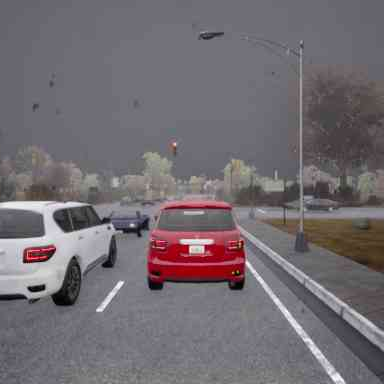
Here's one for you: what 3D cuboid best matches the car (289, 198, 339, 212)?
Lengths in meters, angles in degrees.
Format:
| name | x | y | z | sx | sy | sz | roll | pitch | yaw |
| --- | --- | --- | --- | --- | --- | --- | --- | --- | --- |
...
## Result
| name | x | y | z | sx | sy | sz | roll | pitch | yaw |
| --- | --- | --- | --- | --- | --- | --- | --- | --- | --- |
| car | 13.957 | 1.504 | 37.562 | 4.892 | 1.490 | 1.837 | 0 | 0 | 3 |

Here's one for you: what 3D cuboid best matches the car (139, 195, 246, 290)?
| name | x | y | z | sx | sy | sz | roll | pitch | yaw |
| --- | --- | --- | --- | --- | --- | --- | --- | --- | --- |
| car | 0.092 | 1.221 | 9.217 | 2.150 | 2.045 | 5.566 | 0 | 0 | 0 |

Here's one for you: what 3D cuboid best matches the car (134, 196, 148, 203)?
| name | x | y | z | sx | sy | sz | roll | pitch | yaw |
| --- | --- | --- | --- | --- | --- | --- | --- | --- | --- |
| car | -10.540 | 1.546 | 68.560 | 2.033 | 1.411 | 5.357 | 0 | 0 | 0 |

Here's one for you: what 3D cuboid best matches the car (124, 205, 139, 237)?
| name | x | y | z | sx | sy | sz | roll | pitch | yaw |
| --- | --- | --- | --- | --- | --- | --- | --- | --- | --- |
| car | -3.410 | 1.600 | 17.925 | 1.895 | 1.301 | 4.718 | 0 | 0 | 0 |

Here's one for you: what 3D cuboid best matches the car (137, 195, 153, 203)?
| name | x | y | z | sx | sy | sz | roll | pitch | yaw |
| --- | --- | --- | --- | --- | --- | --- | --- | --- | --- |
| car | -7.113 | 1.546 | 54.557 | 2.033 | 1.411 | 5.357 | 0 | 0 | 0 |

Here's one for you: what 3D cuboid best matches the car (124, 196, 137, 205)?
| name | x | y | z | sx | sy | sz | roll | pitch | yaw |
| --- | --- | --- | --- | --- | --- | --- | --- | --- | --- |
| car | -10.618 | 1.503 | 54.951 | 1.837 | 1.490 | 4.892 | 0 | 0 | 0 |

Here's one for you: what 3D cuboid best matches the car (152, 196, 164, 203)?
| name | x | y | z | sx | sy | sz | roll | pitch | yaw |
| --- | --- | --- | --- | --- | --- | --- | --- | --- | --- |
| car | -7.040 | 1.599 | 69.239 | 1.895 | 1.301 | 4.718 | 0 | 0 | 0 |

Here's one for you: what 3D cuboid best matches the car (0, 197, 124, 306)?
| name | x | y | z | sx | sy | sz | roll | pitch | yaw |
| --- | --- | --- | --- | --- | --- | --- | --- | --- | --- |
| car | -3.405 | 1.221 | 8.157 | 2.150 | 2.045 | 5.566 | 0 | 0 | 0 |

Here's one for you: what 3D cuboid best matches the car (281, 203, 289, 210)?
| name | x | y | z | sx | sy | sz | roll | pitch | yaw |
| --- | --- | --- | --- | --- | --- | --- | --- | --- | --- |
| car | 13.814 | 1.547 | 41.071 | 5.357 | 1.411 | 2.033 | 0 | 0 | 3 |

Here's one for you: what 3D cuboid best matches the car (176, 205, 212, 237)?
| name | x | y | z | sx | sy | sz | roll | pitch | yaw |
| --- | --- | --- | --- | --- | --- | --- | --- | --- | --- |
| car | 0.090 | 1.525 | 18.911 | 1.812 | 1.442 | 4.674 | 0 | 0 | 0 |

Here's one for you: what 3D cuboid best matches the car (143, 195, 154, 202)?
| name | x | y | z | sx | sy | sz | roll | pitch | yaw |
| --- | --- | --- | --- | --- | --- | --- | --- | --- | --- |
| car | -10.547 | 1.523 | 81.441 | 2.128 | 1.511 | 4.902 | 0 | 0 | 0 |

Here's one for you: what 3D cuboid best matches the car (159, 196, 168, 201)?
| name | x | y | z | sx | sy | sz | roll | pitch | yaw |
| --- | --- | --- | --- | --- | --- | --- | --- | --- | --- |
| car | -7.047 | 1.594 | 81.726 | 1.895 | 1.301 | 4.718 | 0 | 0 | 0 |
